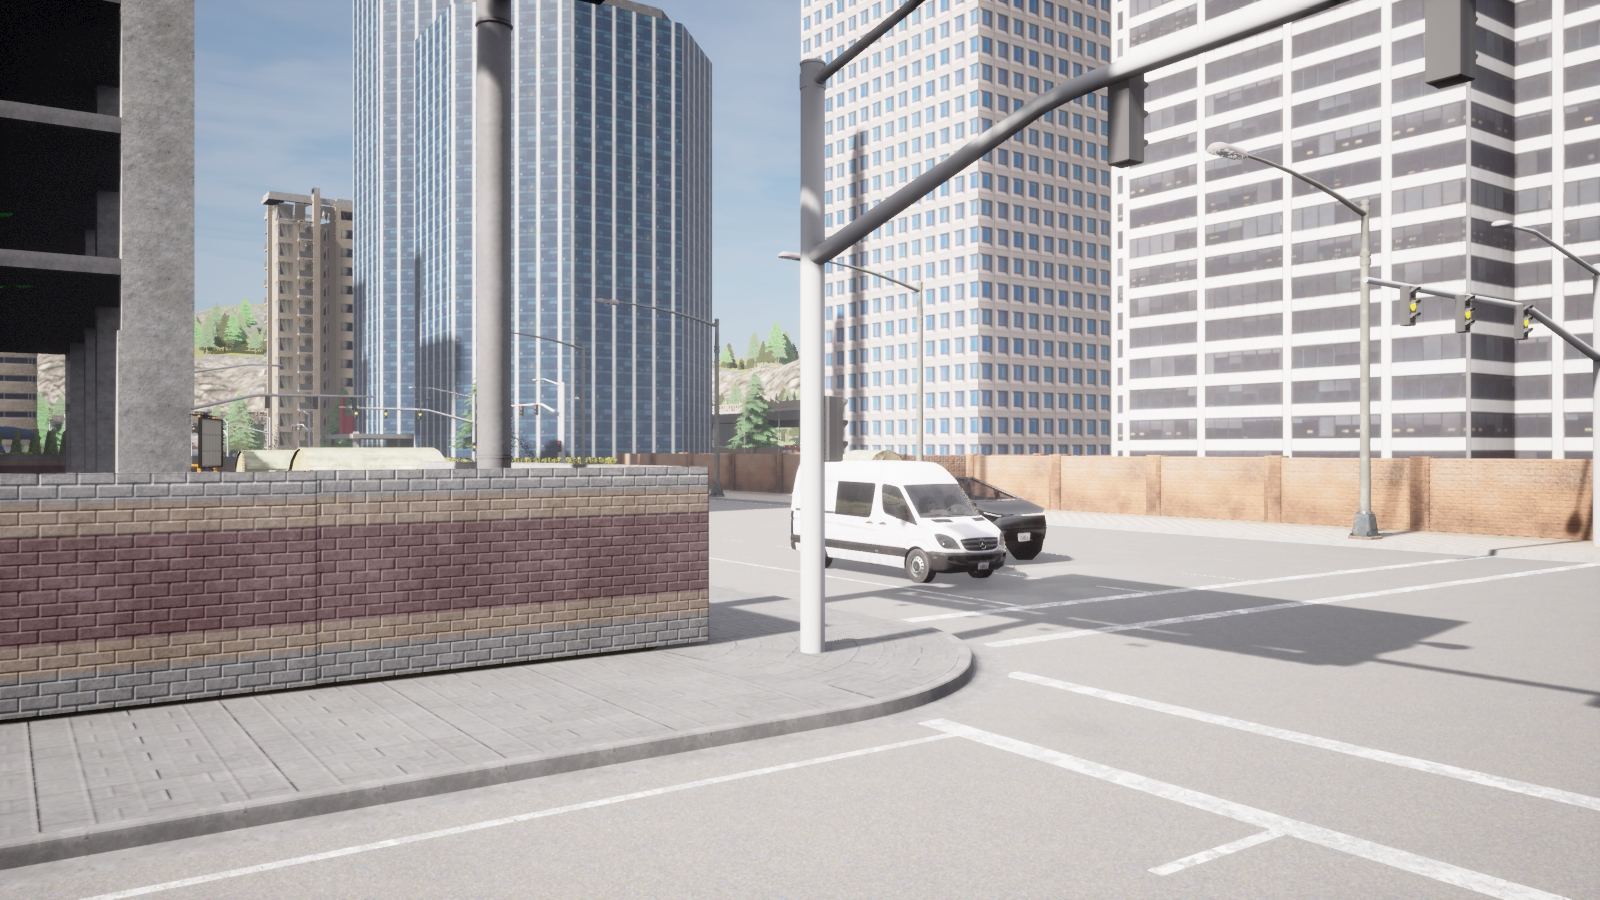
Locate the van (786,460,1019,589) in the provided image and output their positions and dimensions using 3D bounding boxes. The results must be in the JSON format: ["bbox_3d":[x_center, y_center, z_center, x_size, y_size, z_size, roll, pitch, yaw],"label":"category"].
[{"bbox_3d":[2.162,1.533,26.216,1.988,2.561,5.915,0,0,-35],"label":"van"}]

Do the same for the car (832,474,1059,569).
[{"bbox_3d":[3.654,1.752,30.193,2.390,2.098,6.274,0,0,-35],"label":"car"}]
